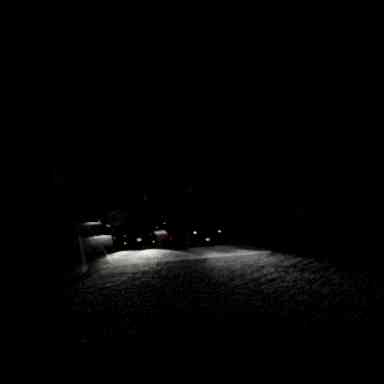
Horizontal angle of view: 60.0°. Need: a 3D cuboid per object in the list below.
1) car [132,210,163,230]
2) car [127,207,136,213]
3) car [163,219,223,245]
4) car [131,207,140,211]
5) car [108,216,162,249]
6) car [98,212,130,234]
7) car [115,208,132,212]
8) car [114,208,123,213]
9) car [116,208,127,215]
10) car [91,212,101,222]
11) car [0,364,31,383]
[{"bbox_3d":[-3.848,2.705,30.714,2.033,1.411,5.357,-1,-2,-19],"label":"car"},{"bbox_3d":[-16.601,4.966,91.240,1.812,1.442,4.674,-1,-2,-16],"label":"car"},{"bbox_3d":[0.034,2.288,19.665,1.895,1.301,4.718,-1,-2,-22],"label":"car"},{"bbox_3d":[-13.641,4.624,81.438,1.837,1.490,4.892,-1,-2,-17],"label":"car"},{"bbox_3d":[-3.303,2.293,18.603,1.994,1.385,4.181,-1,-2,-19],"label":"car"},{"bbox_3d":[-6.488,2.642,27.674,1.812,1.442,4.674,-1,-2,-19],"label":"car"},{"bbox_3d":[-10.664,3.519,50.386,1.812,1.442,4.674,-1,-2,-19],"label":"car"},{"bbox_3d":[-19.972,5.103,90.302,1.895,1.301,4.718,-1,-2,-16],"label":"car"},{"bbox_3d":[-16.971,4.691,80.362,2.128,1.511,4.902,-1,-2,-17],"label":"car"},{"bbox_3d":[-13.337,3.501,47.373,2.033,1.411,5.357,-1,-2,-19],"label":"car"},{"bbox_3d":[-3.255,1.608,1.167,5.008,1.535,1.882,-1,-2,-16],"label":"car"}]
